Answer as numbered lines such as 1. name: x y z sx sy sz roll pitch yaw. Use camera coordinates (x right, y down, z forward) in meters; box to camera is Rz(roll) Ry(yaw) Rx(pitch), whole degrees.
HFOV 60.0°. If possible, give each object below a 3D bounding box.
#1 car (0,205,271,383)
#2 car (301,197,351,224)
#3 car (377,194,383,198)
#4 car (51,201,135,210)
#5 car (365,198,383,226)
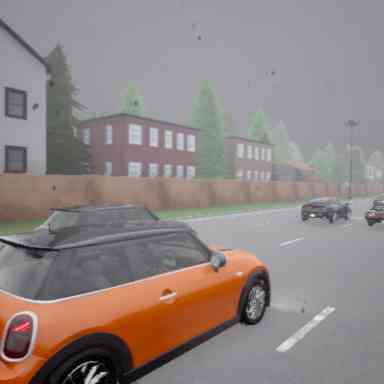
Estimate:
1. car: -0.672 1.205 4.794 2.097 1.767 4.553 2 2 40
2. car: 8.526 1.058 20.972 1.837 1.490 4.892 2 2 40
3. car: 20.718 0.910 35.265 1.994 1.385 4.181 2 2 40
4. car: -1.805 1.082 8.856 2.097 1.767 4.553 2 2 40
5. car: 11.488 1.247 19.059 1.895 1.301 4.718 2 2 40
